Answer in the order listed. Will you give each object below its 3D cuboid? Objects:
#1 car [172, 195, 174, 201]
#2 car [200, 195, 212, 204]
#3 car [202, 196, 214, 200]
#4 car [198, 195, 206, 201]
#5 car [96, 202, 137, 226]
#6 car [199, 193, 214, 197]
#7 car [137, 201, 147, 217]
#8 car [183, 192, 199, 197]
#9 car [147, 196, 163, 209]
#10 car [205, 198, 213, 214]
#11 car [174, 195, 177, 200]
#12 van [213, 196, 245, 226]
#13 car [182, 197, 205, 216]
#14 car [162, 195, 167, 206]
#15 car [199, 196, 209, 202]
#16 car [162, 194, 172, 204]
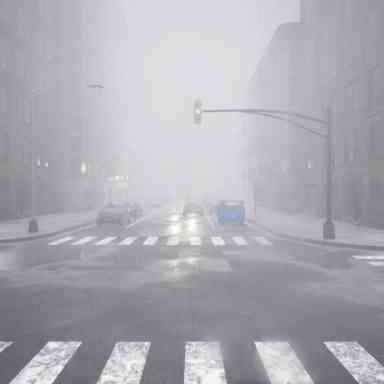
[{"bbox_3d":[-5.388,1.293,68.648,2.192,1.841,5.009,0,0,0],"label":"car"},{"bbox_3d":[2.637,1.422,62.972,1.967,1.590,4.097,0,0,0],"label":"car"},{"bbox_3d":[2.637,1.577,45.928,1.802,1.307,4.206,0,0,0],"label":"car"},{"bbox_3d":[2.637,1.532,85.697,1.947,1.339,4.313,0,0,0],"label":"car"},{"bbox_3d":[-5.388,1.550,23.194,2.008,1.369,4.403,0,0,0],"label":"car"},{"bbox_3d":[2.637,1.306,51.609,2.192,1.841,5.009,0,0,0],"label":"car"},{"bbox_3d":[-5.388,1.543,28.875,1.887,1.381,4.507,0,0,0],"label":"car"},{"bbox_3d":[0.037,1.338,57.271,2.097,1.767,4.553,0,0,0],"label":"car"},{"bbox_3d":[-5.388,1.520,45.752,1.752,1.417,4.829,0,0,0],"label":"car"},{"bbox_3d":[2.637,1.580,34.565,1.802,1.307,4.206,0,0,0],"label":"car"},{"bbox_3d":[-5.388,1.410,80.012,1.967,1.590,4.097,0,0,0],"label":"car"},{"bbox_3d":[2.637,1.340,23.203,1.690,1.788,3.998,0,0,0],"label":"van"},{"bbox_3d":[0.099,1.524,32.772,1.812,1.442,4.674,0,0,0],"label":"car"},{"bbox_3d":[-5.388,1.556,51.604,1.947,1.339,4.313,0,0,0],"label":"car"},{"bbox_3d":[2.637,1.525,74.334,2.008,1.369,4.403,0,0,0],"label":"car"},{"bbox_3d":[-5.388,1.548,62.967,1.947,1.339,4.313,0,0,0],"label":"car"}]
